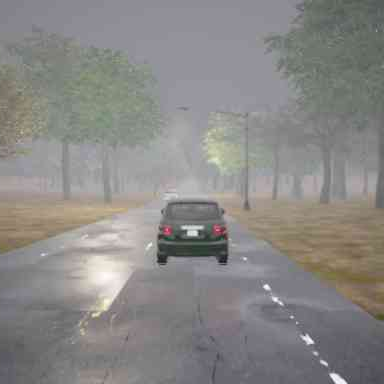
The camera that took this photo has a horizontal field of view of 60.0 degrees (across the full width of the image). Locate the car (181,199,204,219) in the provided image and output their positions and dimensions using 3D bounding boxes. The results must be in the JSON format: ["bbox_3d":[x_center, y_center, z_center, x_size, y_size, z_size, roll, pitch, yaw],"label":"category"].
[{"bbox_3d":[0.051,1.362,28.645,1.812,1.442,4.674,0,1,1],"label":"car"}]

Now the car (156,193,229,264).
[{"bbox_3d":[0.032,1.193,11.784,2.150,2.045,5.566,0,1,0],"label":"car"}]

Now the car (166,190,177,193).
[{"bbox_3d":[-3.561,0.664,57.206,2.150,2.045,5.566,0,1,1],"label":"car"}]
